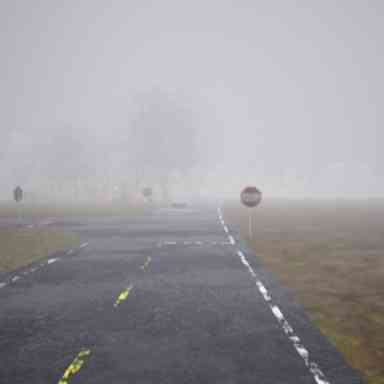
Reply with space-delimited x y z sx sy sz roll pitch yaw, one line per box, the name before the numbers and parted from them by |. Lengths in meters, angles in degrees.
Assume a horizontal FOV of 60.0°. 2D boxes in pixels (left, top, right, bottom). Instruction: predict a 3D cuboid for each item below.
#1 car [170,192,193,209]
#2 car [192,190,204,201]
car | -1.357 1.134 39.062 1.882 1.535 5.008 0 2 5
car | 0.903 0.637 60.738 2.150 2.045 5.566 0 1 7
